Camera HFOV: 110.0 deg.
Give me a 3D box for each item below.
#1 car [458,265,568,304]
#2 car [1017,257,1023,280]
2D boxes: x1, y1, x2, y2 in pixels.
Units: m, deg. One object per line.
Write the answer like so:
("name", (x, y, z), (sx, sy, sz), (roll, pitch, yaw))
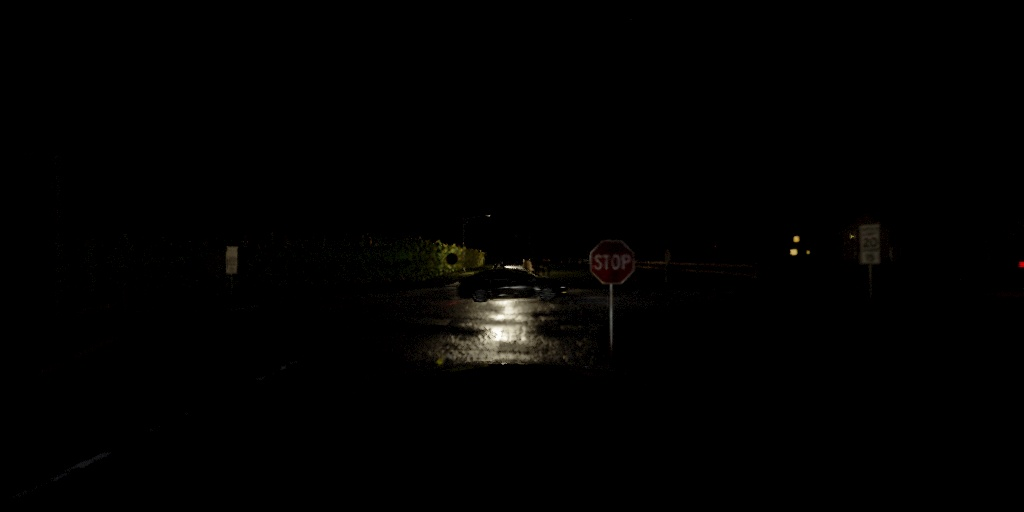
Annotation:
("car", (0.032, 1.317, 16.180), (4.892, 1.490, 1.837), (-1, -1, 0))
("car", (26.360, 0.499, 15.996), (5.566, 2.045, 2.150), (-1, -1, 0))
